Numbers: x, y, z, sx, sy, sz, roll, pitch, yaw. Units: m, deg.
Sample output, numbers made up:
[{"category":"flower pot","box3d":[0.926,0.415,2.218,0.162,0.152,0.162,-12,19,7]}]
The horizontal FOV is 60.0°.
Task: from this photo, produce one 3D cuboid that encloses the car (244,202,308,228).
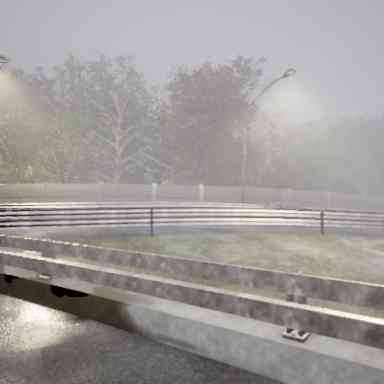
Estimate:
[{"category":"car","box3d":[6.082,1.532,24.236,4.553,1.767,2.097,4,-1,-15]}]
